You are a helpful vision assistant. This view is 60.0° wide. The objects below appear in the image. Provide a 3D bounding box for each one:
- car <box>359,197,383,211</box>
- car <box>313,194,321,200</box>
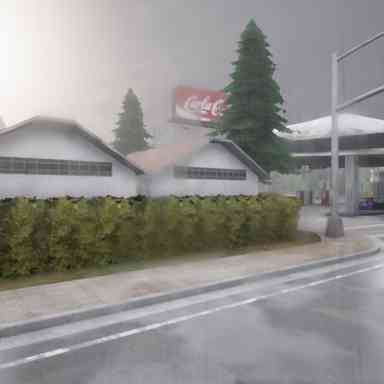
[{"bbox_3d":[21.818,1.477,40.006,4.611,1.667,2.242,0,0,-36],"label":"car"},{"bbox_3d":[32.903,1.324,89.496,2.152,1.636,5.027,0,0,-36],"label":"car"}]
